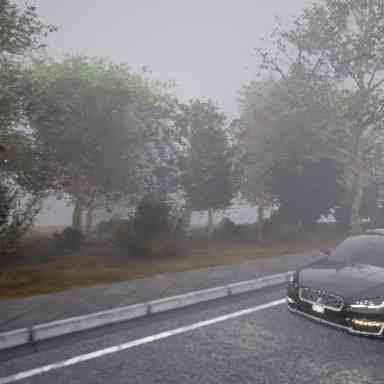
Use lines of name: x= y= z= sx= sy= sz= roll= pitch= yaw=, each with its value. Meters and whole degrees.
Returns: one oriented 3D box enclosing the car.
car: x=3.891 y=1.525 z=6.455 sx=4.892 sy=1.490 sz=1.837 roll=0 pitch=0 yaw=-35
